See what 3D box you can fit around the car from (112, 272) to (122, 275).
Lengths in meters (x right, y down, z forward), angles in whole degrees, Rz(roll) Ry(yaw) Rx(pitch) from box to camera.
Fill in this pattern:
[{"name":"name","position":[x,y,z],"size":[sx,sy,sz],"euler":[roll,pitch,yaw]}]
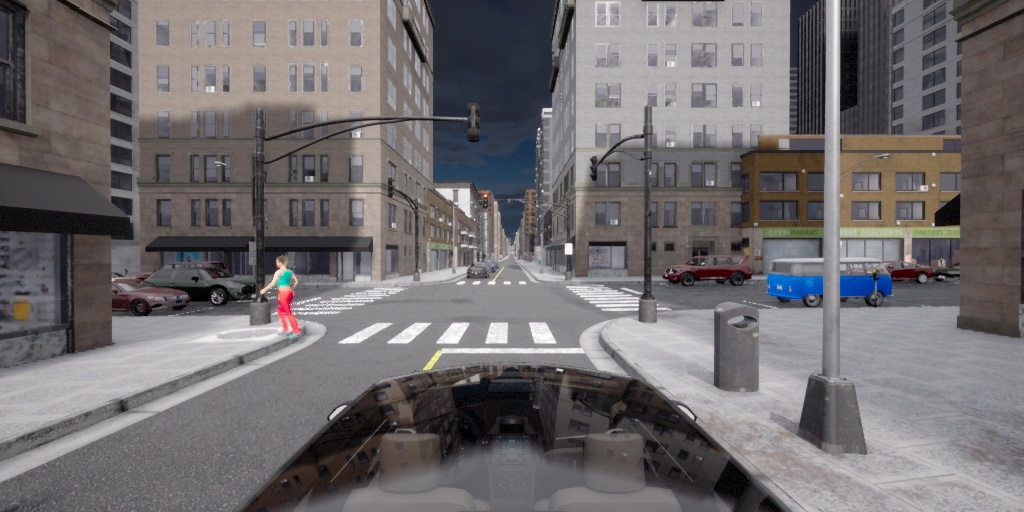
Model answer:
[{"name":"car","position":[-26.012,1.551,22.210],"size":[4.829,1.417,1.751],"euler":[0,0,0]}]

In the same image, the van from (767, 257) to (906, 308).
[{"name":"van","position":[12.122,0.957,13.766],"size":[3.998,1.789,1.690],"euler":[0,0,0]}]

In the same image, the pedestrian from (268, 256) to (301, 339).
[{"name":"pedestrian","position":[-5.102,0.890,8.043],"size":[0.375,1.860,0.375],"euler":[0,0,0]}]

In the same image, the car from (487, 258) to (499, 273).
[{"name":"car","position":[-3.074,1.117,43.547],"size":[2.097,1.767,4.553],"euler":[0,0,0]}]

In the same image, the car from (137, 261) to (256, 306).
[{"name":"car","position":[-14.005,1.269,16.351],"size":[4.553,1.767,2.097],"euler":[-1,0,0]}]

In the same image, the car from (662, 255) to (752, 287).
[{"name":"car","position":[12.103,0.872,22.291],"size":[5.009,1.841,2.192],"euler":[0,0,0]}]

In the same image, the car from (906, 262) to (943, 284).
[{"name":"car","position":[23.321,0.964,22.315],"size":[4.507,1.381,1.888],"euler":[0,0,0]}]

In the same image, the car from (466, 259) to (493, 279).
[{"name":"car","position":[-3.083,1.260,33.387],"size":[1.837,1.490,4.892],"euler":[0,0,0]}]

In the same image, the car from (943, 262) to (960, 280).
[{"name":"car","position":[28.930,0.916,22.327],"size":[4.313,1.339,1.948],"euler":[0,0,0]}]

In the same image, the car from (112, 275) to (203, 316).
[{"name":"car","position":[-14.814,1.528,13.708],"size":[4.207,1.307,1.802],"euler":[0,0,0]}]
